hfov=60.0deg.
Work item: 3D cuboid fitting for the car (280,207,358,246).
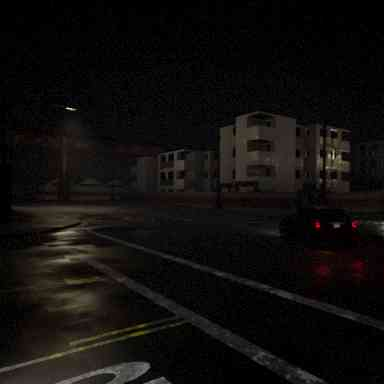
[{"bbox_3d":[5.924,1.482,16.121,2.097,1.767,4.553,0,0,-5],"label":"car"}]
